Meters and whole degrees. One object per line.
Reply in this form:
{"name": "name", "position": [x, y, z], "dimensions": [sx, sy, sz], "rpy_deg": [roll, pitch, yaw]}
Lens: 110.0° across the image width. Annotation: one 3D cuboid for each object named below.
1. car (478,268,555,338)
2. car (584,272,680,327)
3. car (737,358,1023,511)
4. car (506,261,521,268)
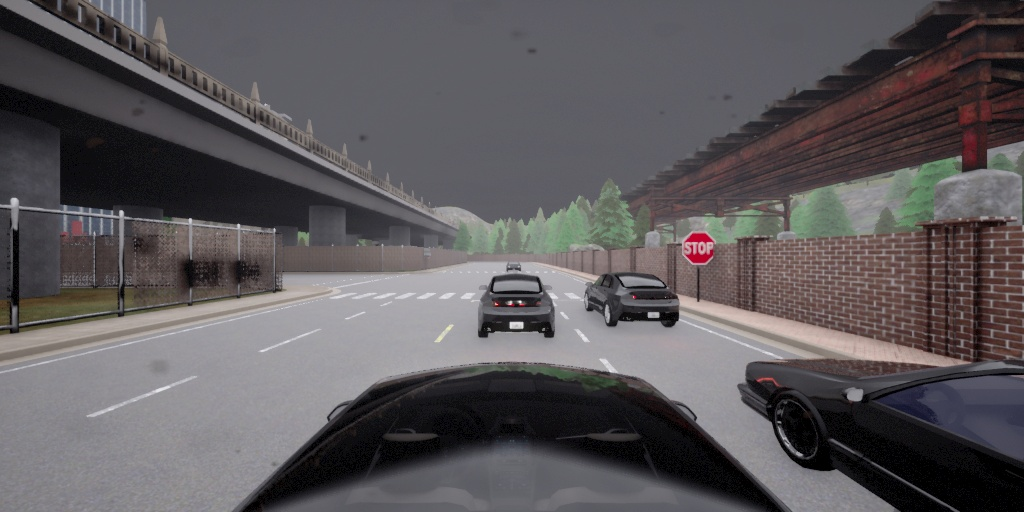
{"name": "car", "position": [0.104, 1.256, 10.176], "dimensions": [1.837, 1.490, 4.892], "rpy_deg": [0, 0, 0]}
{"name": "car", "position": [3.606, 1.256, 11.533], "dimensions": [1.837, 1.490, 4.892], "rpy_deg": [0, 0, 0]}
{"name": "car", "position": [3.600, 1.297, 1.786], "dimensions": [2.033, 1.411, 5.357], "rpy_deg": [0, 0, 0]}
{"name": "car", "position": [0.213, 1.355, 46.379], "dimensions": [1.895, 1.301, 4.718], "rpy_deg": [0, 0, -1]}
